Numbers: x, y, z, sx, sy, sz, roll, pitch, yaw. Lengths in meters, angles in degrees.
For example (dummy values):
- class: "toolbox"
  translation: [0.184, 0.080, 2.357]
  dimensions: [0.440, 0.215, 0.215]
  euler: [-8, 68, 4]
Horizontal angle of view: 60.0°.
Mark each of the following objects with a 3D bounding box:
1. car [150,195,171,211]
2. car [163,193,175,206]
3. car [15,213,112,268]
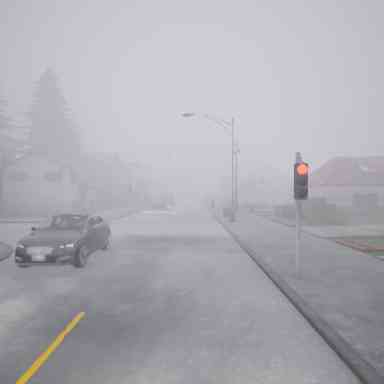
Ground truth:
- class: "car"
  translation: [-4.054, 1.505, 41.770]
  dimensions: [1.837, 1.490, 4.892]
  euler: [0, 0, 0]
- class: "car"
  translation: [-4.028, 1.217, 56.246]
  dimensions: [2.150, 2.045, 5.566]
  euler: [0, 1, 0]
- class: "car"
  translation: [-4.088, 1.491, 11.311]
  dimensions: [2.128, 1.511, 4.902]
  euler: [0, 0, 0]
